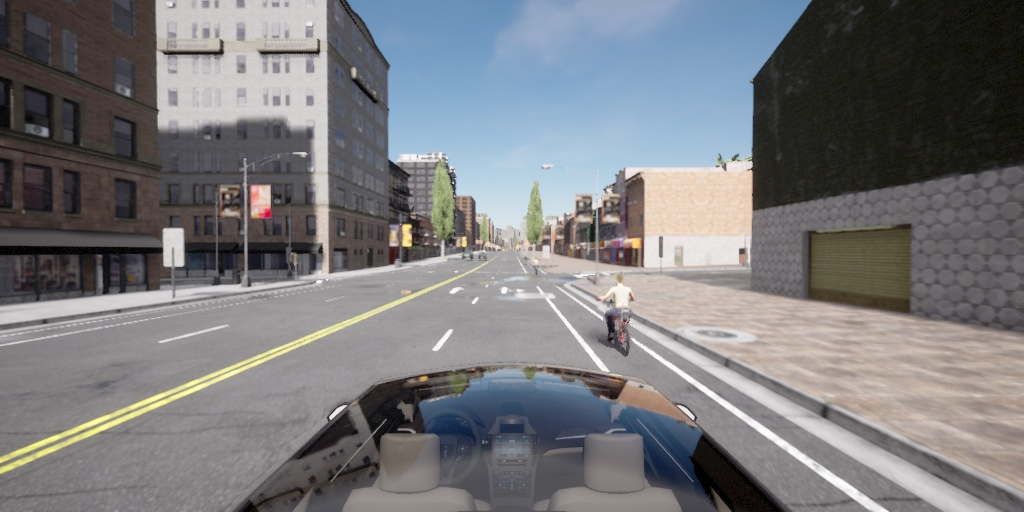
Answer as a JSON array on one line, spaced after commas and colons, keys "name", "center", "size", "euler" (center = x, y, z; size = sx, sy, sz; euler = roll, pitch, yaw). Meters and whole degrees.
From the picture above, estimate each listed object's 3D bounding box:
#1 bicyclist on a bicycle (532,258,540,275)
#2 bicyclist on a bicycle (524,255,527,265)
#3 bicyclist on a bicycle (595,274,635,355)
[{"name": "bicyclist on a bicycle", "center": [2.221, 0.939, 33.158], "size": [0.866, 1.612, 1.509], "euler": [-1, 1, 0]}, {"name": "bicyclist on a bicycle", "center": [2.248, 0.664, 60.046], "size": [0.659, 1.776, 1.843], "euler": [0, 1, 0]}, {"name": "bicyclist on a bicycle", "center": [2.268, 1.182, 7.689], "size": [0.866, 1.612, 1.509], "euler": [0, 0, 0]}]
